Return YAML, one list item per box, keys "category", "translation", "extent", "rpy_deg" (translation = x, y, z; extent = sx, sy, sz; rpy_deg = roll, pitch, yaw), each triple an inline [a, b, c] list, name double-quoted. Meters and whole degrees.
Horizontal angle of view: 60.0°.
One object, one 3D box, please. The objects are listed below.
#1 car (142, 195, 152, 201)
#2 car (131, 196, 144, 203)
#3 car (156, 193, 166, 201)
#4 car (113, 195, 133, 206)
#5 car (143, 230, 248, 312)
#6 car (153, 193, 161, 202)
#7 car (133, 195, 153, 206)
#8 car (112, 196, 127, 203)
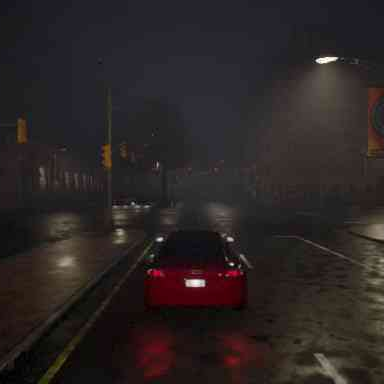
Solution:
- category: "car"
  translation: [-11.532, 1.542, 85.740]
  extent: [1.994, 1.385, 4.181]
  rpy_deg: [0, 0, 0]
- category: "car"
  translation: [-11.526, 1.587, 70.481]
  extent: [1.895, 1.301, 4.718]
  rpy_deg: [0, 0, 0]
- category: "car"
  translation: [-8.032, 1.214, 85.942]
  extent: [2.150, 2.045, 5.566]
  rpy_deg: [0, 0, 0]
- category: "car"
  translation: [-11.617, 1.346, 55.416]
  extent: [2.097, 1.767, 4.553]
  rpy_deg: [0, 0, 1]
- category: "car"
  translation: [0.072, 1.563, 7.814]
  extent: [1.994, 1.385, 4.181]
  rpy_deg: [0, 0, 0]
- category: "car"
  translation: [-8.027, 1.492, 70.526]
  extent: [1.837, 1.490, 4.892]
  rpy_deg: [0, 0, 0]
- category: "car"
  translation: [-8.100, 1.498, 55.417]
  extent: [1.837, 1.490, 4.892]
  rpy_deg: [0, 0, 0]
- category: "car"
  translation: [-14.775, 1.587, 67.921]
  extent: [1.895, 1.301, 4.718]
  rpy_deg: [0, 0, 0]
